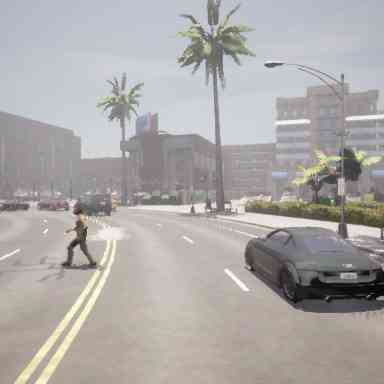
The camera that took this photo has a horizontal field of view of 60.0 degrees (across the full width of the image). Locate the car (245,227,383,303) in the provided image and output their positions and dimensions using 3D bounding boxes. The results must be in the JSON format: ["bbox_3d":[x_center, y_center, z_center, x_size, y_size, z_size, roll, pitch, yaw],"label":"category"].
[{"bbox_3d":[2.739,1.564,8.320,1.994,1.385,4.181,0,0,-7],"label":"car"}]

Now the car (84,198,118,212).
[{"bbox_3d":[-10.786,1.478,39.171,1.882,1.535,5.008,0,0,-42],"label":"car"}]

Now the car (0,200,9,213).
[{"bbox_3d":[-21.504,1.351,34.860,4.553,1.767,2.097,0,0,40],"label":"car"}]

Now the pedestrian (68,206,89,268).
[{"bbox_3d":[-3.327,1.294,9.748,0.375,1.860,0.375,0,0,-9],"label":"pedestrian"}]

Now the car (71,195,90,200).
[{"bbox_3d":[-30.280,1.574,90.273,4.718,1.301,1.895,0,0,18],"label":"car"}]

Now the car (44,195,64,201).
[{"bbox_3d":[-33.346,1.405,80.228,4.193,1.474,1.816,0,0,18],"label":"car"}]

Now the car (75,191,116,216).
[{"bbox_3d":[-9.659,1.221,32.498,2.150,2.045,5.566,0,0,-36],"label":"car"}]

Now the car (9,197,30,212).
[{"bbox_3d":[-20.932,1.601,38.954,4.718,1.301,1.895,0,0,38],"label":"car"}]

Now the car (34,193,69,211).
[{"bbox_3d":[-16.858,1.352,40.328,4.553,1.767,2.097,0,0,39],"label":"car"}]
